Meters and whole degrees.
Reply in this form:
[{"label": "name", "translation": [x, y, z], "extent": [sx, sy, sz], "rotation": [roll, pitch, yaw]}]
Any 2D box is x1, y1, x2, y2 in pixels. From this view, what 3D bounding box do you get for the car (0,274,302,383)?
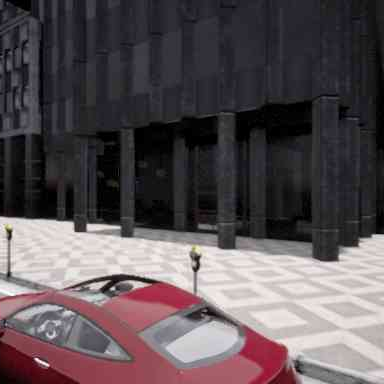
[{"label": "car", "translation": [-1.000, 1.581, 3.561], "extent": [4.206, 1.307, 1.802], "rotation": [0, 0, 36]}]
